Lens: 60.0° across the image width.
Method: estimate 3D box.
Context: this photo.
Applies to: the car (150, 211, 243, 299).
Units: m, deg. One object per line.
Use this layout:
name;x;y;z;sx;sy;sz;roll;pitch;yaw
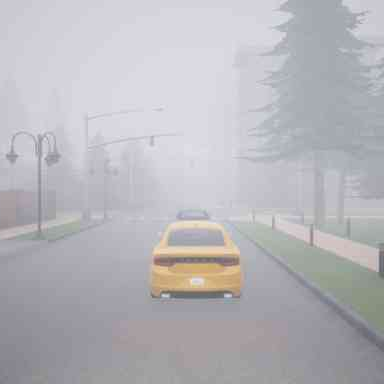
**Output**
car;0.084;1.478;8.529;1.882;1.535;5.008;0;0;0
